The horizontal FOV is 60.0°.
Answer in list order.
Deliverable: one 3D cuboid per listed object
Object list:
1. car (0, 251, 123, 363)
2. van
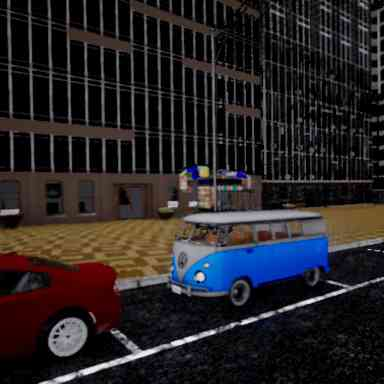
[{"bbox_3d":[-3.164,1.545,4.317,4.507,1.381,1.887,0,-1,-35],"label":"car"},{"bbox_3d":[1.413,1.339,7.585,3.998,1.788,1.690,0,-1,-35],"label":"van"}]
